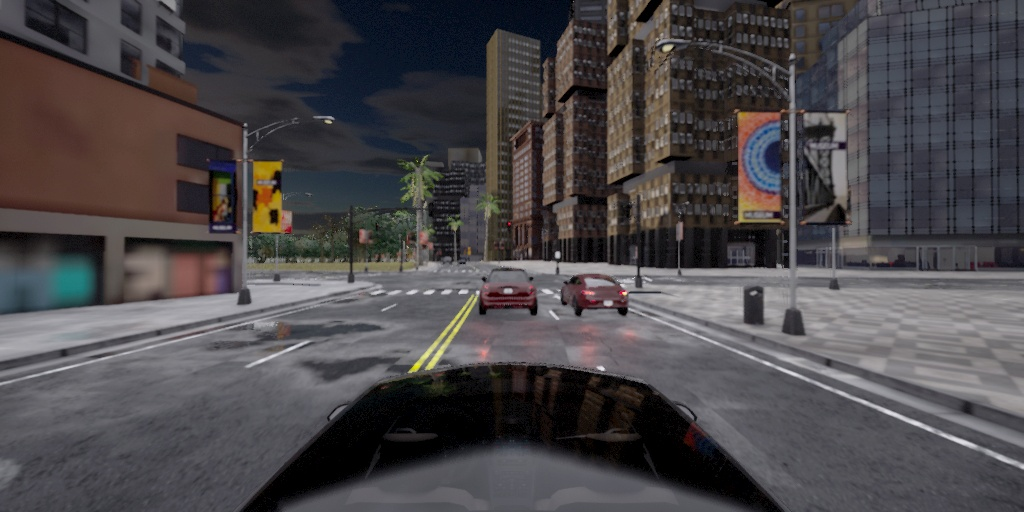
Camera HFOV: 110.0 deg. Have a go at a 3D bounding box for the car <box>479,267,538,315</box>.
[{"bbox_3d":[-0.179,1.230,14.429,2.097,1.767,4.553,0,0,-2],"label":"car"}]

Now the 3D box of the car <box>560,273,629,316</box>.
[{"bbox_3d":[3.082,1.398,14.009,1.812,1.442,4.674,0,-1,-2],"label":"car"}]
